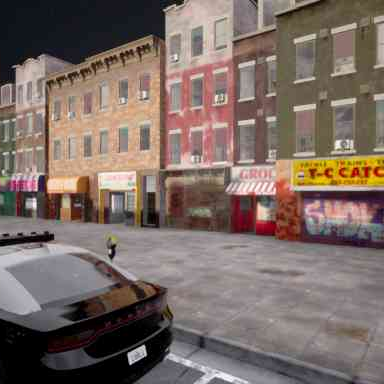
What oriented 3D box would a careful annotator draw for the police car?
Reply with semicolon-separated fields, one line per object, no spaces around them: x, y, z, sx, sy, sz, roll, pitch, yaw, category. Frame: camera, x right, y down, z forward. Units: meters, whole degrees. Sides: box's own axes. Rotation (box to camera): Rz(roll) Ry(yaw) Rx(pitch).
-2.655;1.425;4.839;5.238;1.638;1.930;0;0;35;police car
